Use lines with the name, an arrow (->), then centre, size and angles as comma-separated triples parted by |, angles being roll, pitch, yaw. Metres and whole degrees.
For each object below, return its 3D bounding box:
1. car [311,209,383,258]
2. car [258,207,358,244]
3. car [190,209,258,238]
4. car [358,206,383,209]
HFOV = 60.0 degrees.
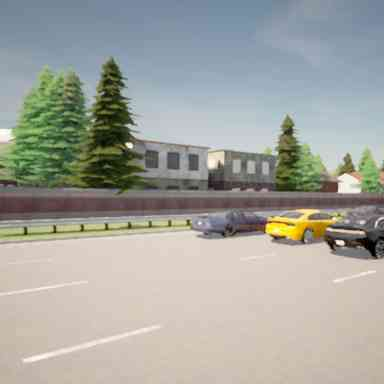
car -> 7.322, 1.637, 13.373 | 4.902, 1.511, 2.128 | 1, 0, -35
car -> 5.903, 1.629, 16.651 | 5.008, 1.535, 1.882 | 0, 0, -35
car -> 2.455, 1.681, 18.512 | 5.357, 1.411, 2.033 | 1, 0, -35
car -> 14.653, 1.840, 27.219 | 5.357, 1.411, 2.033 | 1, 0, -35
